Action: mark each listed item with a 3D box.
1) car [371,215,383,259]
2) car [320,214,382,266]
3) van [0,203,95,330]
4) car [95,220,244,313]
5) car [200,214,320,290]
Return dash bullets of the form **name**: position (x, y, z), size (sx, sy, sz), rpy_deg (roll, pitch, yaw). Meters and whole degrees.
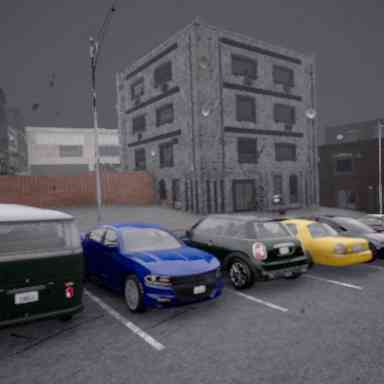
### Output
- **car**: position (5.618, 1.657, 12.988), size (2.163, 1.488, 4.792), rpy_deg (1, -1, -36)
- **car**: position (3.223, 1.581, 11.540), size (1.946, 1.575, 5.366), rpy_deg (1, -1, -36)
- **van**: position (-3.637, 1.256, 6.553), size (1.878, 1.987, 4.442), rpy_deg (0, 0, -36)
- **car**: position (-1.316, 1.501, 8.075), size (2.097, 1.535, 5.008), rpy_deg (0, 0, -36)
- **car**: position (0.976, 1.414, 9.668), size (2.185, 1.767, 4.553), rpy_deg (1, -1, -36)
